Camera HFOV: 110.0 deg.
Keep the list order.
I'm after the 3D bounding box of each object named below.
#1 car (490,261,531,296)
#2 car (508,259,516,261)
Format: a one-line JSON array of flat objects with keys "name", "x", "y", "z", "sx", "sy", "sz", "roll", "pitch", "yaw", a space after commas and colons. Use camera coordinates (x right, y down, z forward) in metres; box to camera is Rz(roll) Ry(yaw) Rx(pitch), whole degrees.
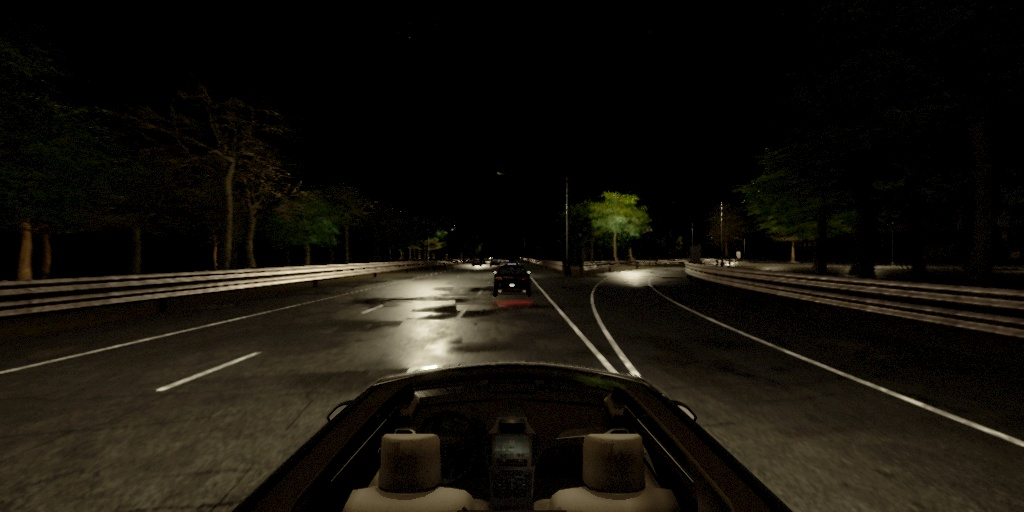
[{"name": "car", "x": 0.001, "y": 1.240, "z": 19.562, "sx": 1.882, "sy": 1.535, "sz": 5.008, "roll": 0, "pitch": 0, "yaw": 0}, {"name": "car", "x": -0.007, "y": 1.344, "z": 40.678, "sx": 1.994, "sy": 1.385, "sz": 4.181, "roll": 0, "pitch": 0, "yaw": 0}]
